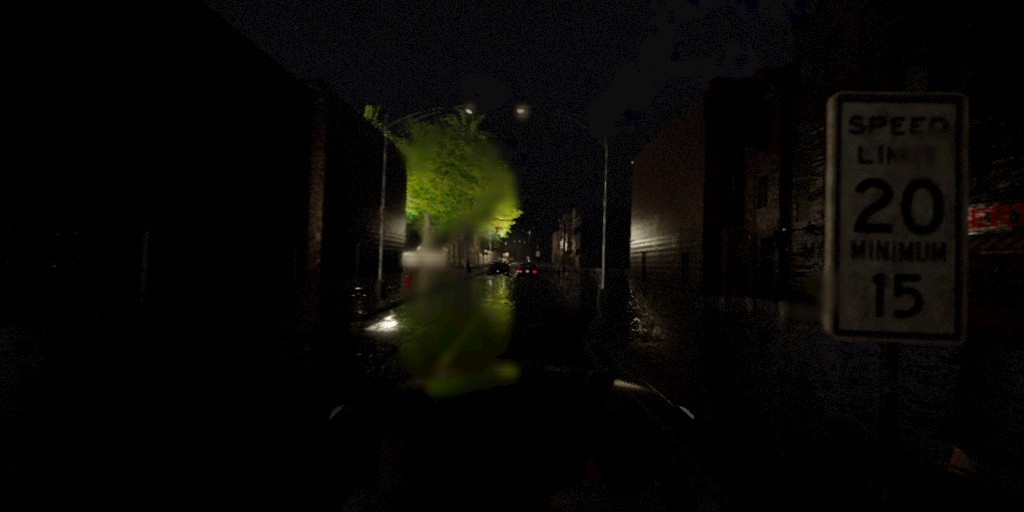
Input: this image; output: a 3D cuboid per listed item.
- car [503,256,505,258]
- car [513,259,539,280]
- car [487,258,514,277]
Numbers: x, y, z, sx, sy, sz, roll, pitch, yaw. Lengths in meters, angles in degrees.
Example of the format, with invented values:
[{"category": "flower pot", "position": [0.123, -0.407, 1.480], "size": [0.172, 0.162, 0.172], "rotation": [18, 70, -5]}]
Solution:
[{"category": "car", "position": [-2.736, 1.140, 61.153], "size": [2.007, 1.370, 4.403], "rotation": [0, 0, 2]}, {"category": "car", "position": [1.387, 1.295, 31.596], "size": [2.033, 1.411, 5.357], "rotation": [2, 0, 3]}, {"category": "car", "position": [-1.220, 1.224, 34.892], "size": [1.994, 1.385, 4.181], "rotation": [2, 0, 3]}]
